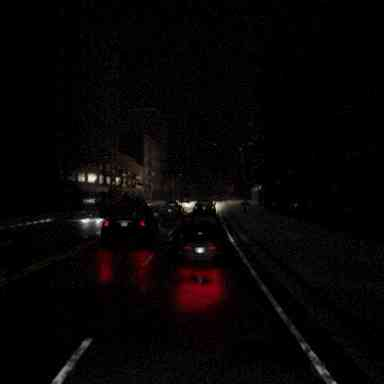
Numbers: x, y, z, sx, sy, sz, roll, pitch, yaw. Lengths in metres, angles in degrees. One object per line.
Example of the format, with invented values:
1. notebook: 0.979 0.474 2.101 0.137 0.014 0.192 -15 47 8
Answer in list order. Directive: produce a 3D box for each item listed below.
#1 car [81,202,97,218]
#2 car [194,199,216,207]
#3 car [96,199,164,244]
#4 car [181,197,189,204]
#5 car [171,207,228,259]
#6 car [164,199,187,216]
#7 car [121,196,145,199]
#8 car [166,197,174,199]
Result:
1. car: -8.734 1.695 31.863 2.033 1.411 5.357 0 0 4
2. car: 1.267 1.501 32.132 2.097 1.767 4.553 0 0 4
3. car: -2.808 1.417 16.281 2.097 1.767 4.553 0 0 2
4. car: -1.654 1.872 71.510 1.837 1.490 4.892 0 0 6
5. car: 0.326 1.556 12.839 1.837 1.490 4.892 0 0 2
6. car: -1.934 1.718 32.979 1.994 1.385 4.181 0 0 4
7. car: -5.561 1.361 30.522 2.150 2.045 5.566 0 0 4
8. car: -4.845 1.870 72.257 1.837 1.490 4.892 0 0 6
